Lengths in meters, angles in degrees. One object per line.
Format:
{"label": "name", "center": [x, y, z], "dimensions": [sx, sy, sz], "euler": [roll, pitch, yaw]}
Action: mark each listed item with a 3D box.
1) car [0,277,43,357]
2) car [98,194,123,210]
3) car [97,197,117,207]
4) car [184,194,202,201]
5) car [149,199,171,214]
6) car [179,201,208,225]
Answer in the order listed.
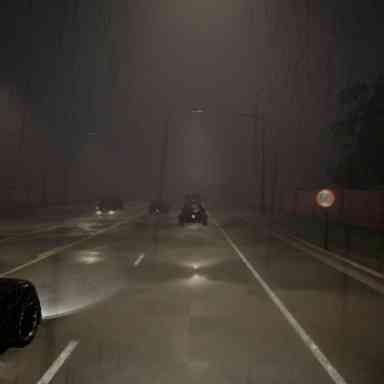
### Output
{"label": "car", "center": [-3.401, 1.569, 3.678], "dimensions": [1.994, 1.385, 4.181], "euler": [0, 0, 0]}
{"label": "car", "center": [-10.515, 1.277, 43.370], "dimensions": [2.150, 2.045, 5.566], "euler": [0, 0, 0]}
{"label": "car", "center": [-14.014, 1.584, 55.254], "dimensions": [2.033, 1.411, 5.357], "euler": [0, 0, 0]}
{"label": "car", "center": [0.089, 1.272, 44.351], "dimensions": [2.150, 2.045, 5.566], "euler": [0, 0, 0]}
{"label": "car", "center": [-3.407, 1.548, 35.414], "dimensions": [1.837, 1.490, 4.892], "euler": [0, 0, 0]}
{"label": "car", "center": [0.093, 1.592, 24.071], "dimensions": [1.994, 1.385, 4.181], "euler": [0, 0, 0]}
